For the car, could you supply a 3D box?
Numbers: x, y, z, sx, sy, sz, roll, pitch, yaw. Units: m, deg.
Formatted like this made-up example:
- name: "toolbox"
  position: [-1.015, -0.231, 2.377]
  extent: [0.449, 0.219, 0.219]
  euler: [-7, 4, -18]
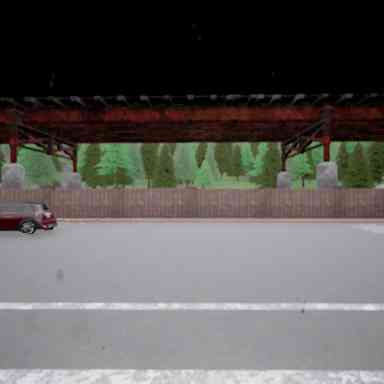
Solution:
- name: "car"
  position: [-9.891, 1.326, 18.096]
  extent: [4.553, 1.767, 2.097]
  euler: [0, 0, 4]
